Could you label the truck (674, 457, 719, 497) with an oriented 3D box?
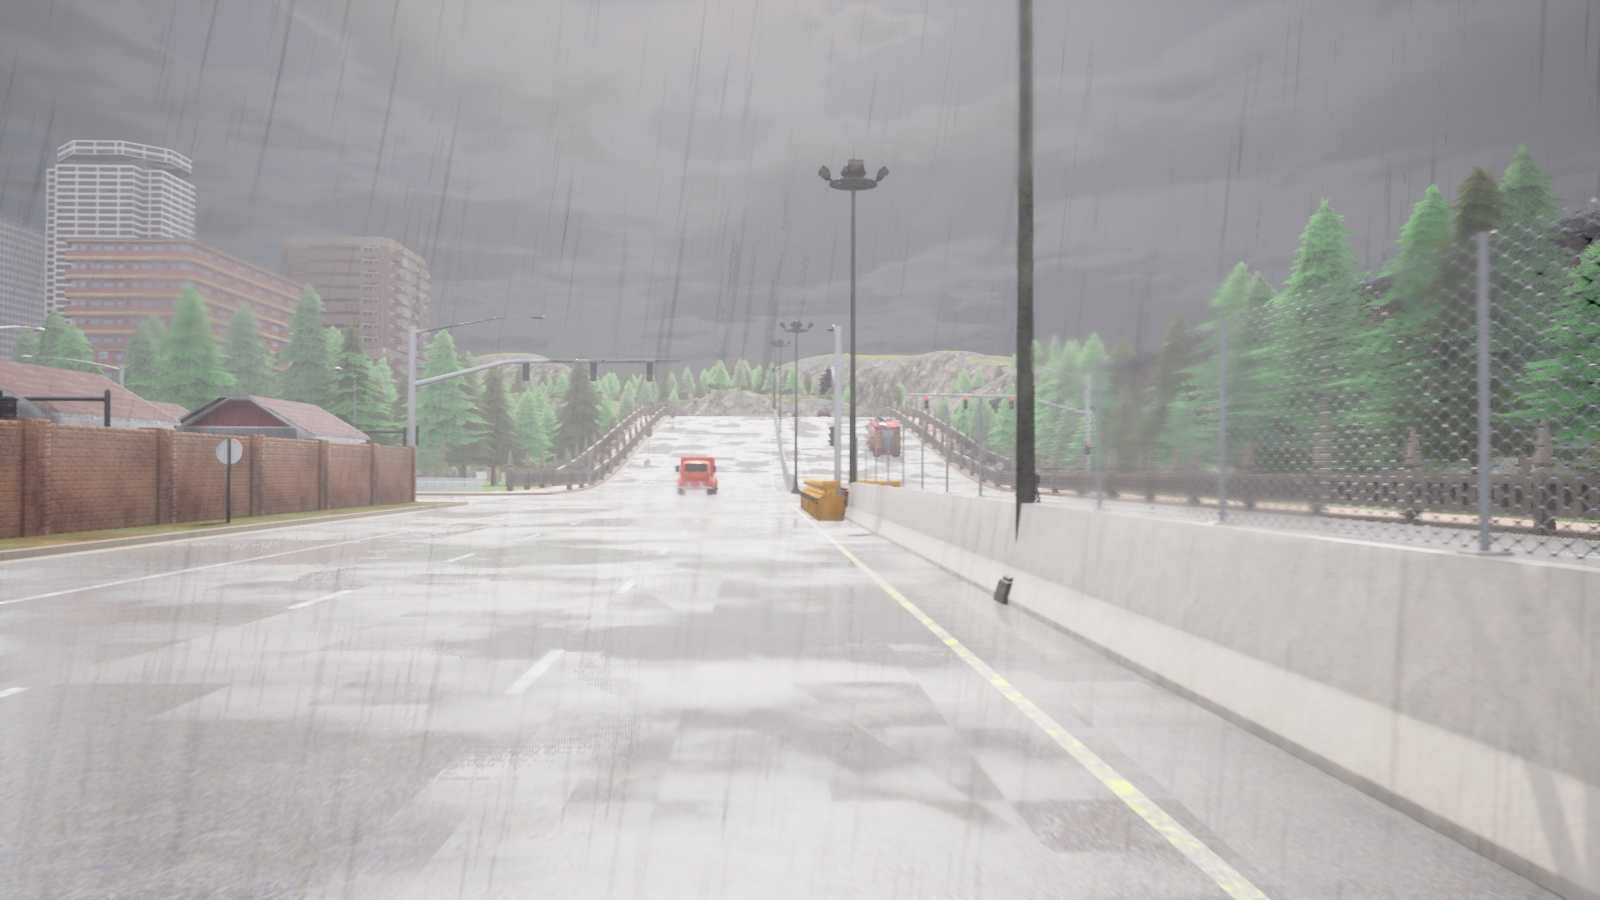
[{"bbox_3d":[-6.568,1.700,80.174,2.627,2.467,5.204,0,-1,-2],"label":"truck"}]
